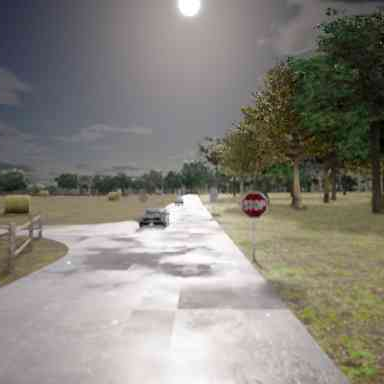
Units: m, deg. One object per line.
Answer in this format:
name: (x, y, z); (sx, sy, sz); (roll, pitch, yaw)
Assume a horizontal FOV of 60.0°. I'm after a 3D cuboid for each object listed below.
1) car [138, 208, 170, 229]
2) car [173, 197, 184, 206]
car: (-2.644, 1.825, 23.931); (1.895, 1.301, 4.718); (0, 0, 0)
car: (-2.450, 1.780, 63.864); (1.812, 1.442, 4.674); (0, 0, 0)
